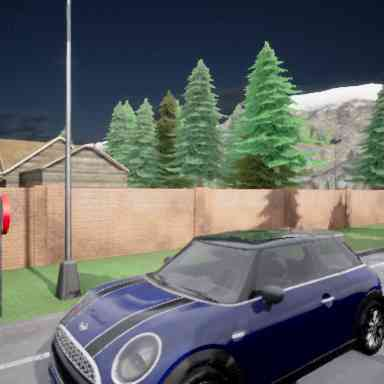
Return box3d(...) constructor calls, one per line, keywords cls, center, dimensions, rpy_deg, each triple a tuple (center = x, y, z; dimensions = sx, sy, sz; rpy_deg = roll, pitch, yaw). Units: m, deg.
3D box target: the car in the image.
box3d(cls="car", center=(0.596, 1.350, 4.446), dimensions=(4.553, 1.767, 2.097), rpy_deg=(0, 0, -36))
